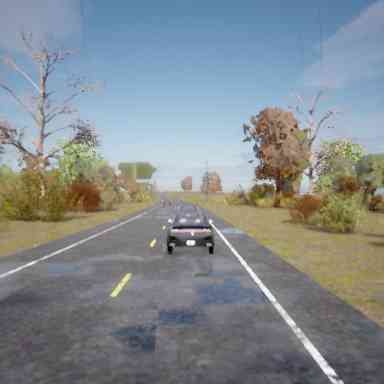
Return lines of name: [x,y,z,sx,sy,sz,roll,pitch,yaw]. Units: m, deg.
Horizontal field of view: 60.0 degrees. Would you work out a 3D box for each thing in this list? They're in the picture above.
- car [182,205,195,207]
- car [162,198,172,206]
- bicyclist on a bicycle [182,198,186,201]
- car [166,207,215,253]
car: [-0.290,1.843,29.339,1.994,1.385,4.181,0,-1,-1]
car: [-5.325,2.177,71.685,1.837,1.490,4.892,0,-1,-3]
bicyclist on a bicycle: [-2.224,2.332,94.570,0.866,1.612,1.509,0,-1,-4]
car: [-0.061,1.629,14.344,2.128,1.511,4.902,0,0,0]
